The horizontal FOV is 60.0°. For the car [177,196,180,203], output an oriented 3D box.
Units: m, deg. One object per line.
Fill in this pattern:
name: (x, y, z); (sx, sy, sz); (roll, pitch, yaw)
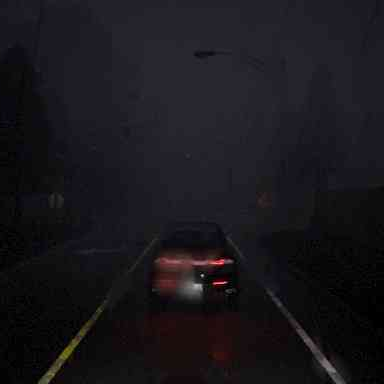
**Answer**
car: (-3.568, 1.478, 57.331); (1.882, 1.535, 5.008); (0, 0, 0)

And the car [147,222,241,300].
car: (0.055, 1.492, 8.361); (2.128, 1.511, 4.902); (0, 0, 0)

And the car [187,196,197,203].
car: (0.011, 1.491, 69.592); (2.128, 1.511, 4.902); (0, 0, 0)

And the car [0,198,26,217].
car: (-17.727, 1.236, 29.466); (5.566, 2.045, 2.150); (0, 0, -1)

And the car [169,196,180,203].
car: (-3.508, 1.505, 67.617); (1.837, 1.490, 4.892); (0, 0, 0)

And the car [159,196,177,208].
car: (-3.584, 1.547, 47.364); (2.033, 1.411, 5.357); (0, 0, 0)
